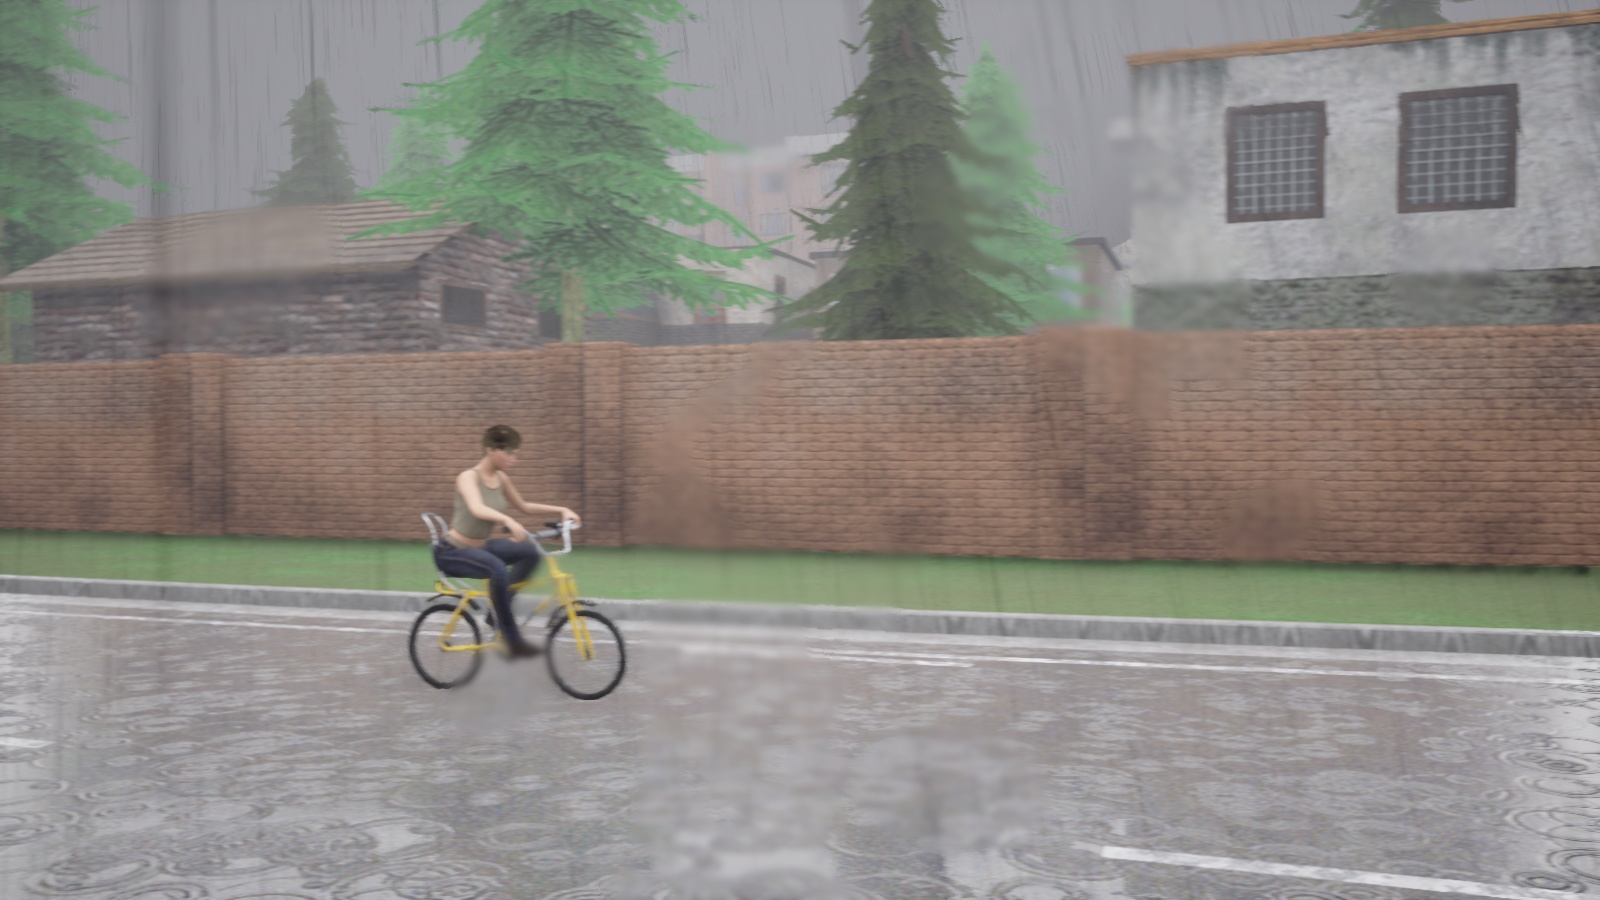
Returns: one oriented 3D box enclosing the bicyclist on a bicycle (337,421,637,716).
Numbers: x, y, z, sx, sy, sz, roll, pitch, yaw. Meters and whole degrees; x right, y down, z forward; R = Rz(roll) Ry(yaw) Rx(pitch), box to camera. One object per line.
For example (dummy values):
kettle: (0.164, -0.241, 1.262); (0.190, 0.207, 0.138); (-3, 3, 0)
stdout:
bicyclist on a bicycle: (-1.850, 0.639, 7.512); (1.509, 1.612, 0.866); (1, 1, 19)
